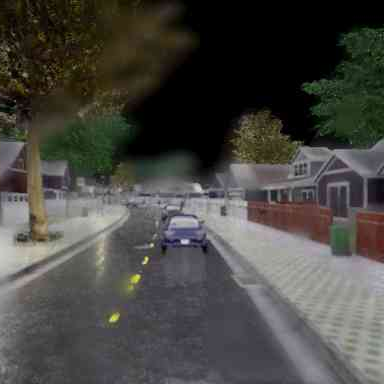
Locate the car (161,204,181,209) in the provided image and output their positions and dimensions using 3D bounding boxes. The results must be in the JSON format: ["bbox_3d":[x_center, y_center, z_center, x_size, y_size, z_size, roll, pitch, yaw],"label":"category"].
[{"bbox_3d":[-1.733,1.817,29.506,1.812,1.442,4.674,0,0,-7],"label":"car"}]

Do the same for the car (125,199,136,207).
[{"bbox_3d":[-12.313,2.201,67.072,1.812,1.442,4.674,0,-1,-16],"label":"car"}]

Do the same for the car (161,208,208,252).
[{"bbox_3d":[-0.381,1.668,14.482,1.812,1.442,4.674,0,0,-3],"label":"car"}]
